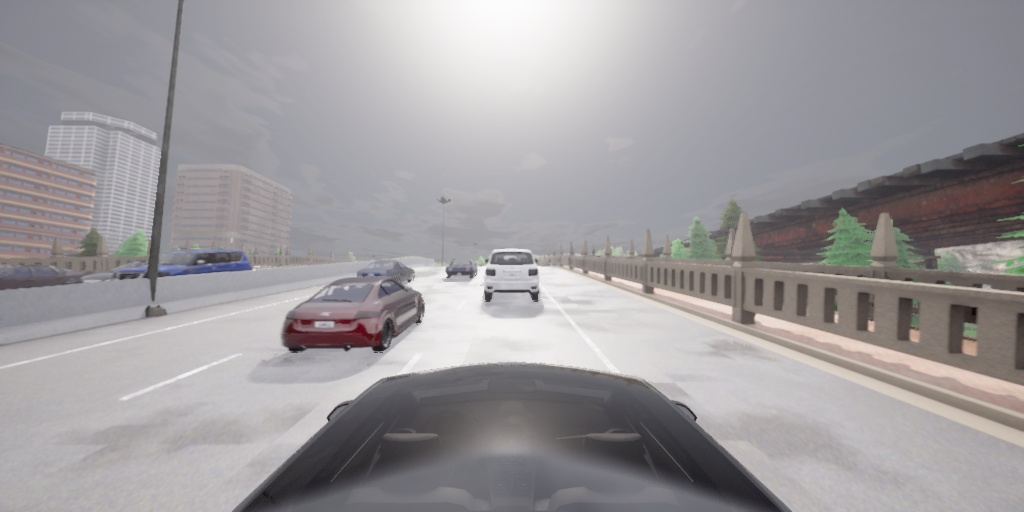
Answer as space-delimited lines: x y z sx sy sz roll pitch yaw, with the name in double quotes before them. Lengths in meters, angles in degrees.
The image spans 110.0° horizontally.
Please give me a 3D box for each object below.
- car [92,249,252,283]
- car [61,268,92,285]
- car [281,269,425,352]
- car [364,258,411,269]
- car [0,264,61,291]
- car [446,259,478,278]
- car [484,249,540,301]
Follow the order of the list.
"car" -14.225 0.721 15.924 2.150 2.045 5.566 0 1 -1
"car" -17.739 0.965 17.479 2.128 1.511 4.902 0 1 -1
"car" -3.460 1.192 8.589 1.994 1.385 4.181 0 1 -1
"car" -7.066 0.964 20.441 2.033 1.411 5.357 0 1 -1
"car" -21.219 1.064 15.180 2.033 1.411 5.357 0 1 -1
"car" -3.621 0.903 26.658 1.895 1.301 4.718 0 1 -1
"car" -0.024 0.720 15.700 2.150 2.045 5.566 0 1 -1
